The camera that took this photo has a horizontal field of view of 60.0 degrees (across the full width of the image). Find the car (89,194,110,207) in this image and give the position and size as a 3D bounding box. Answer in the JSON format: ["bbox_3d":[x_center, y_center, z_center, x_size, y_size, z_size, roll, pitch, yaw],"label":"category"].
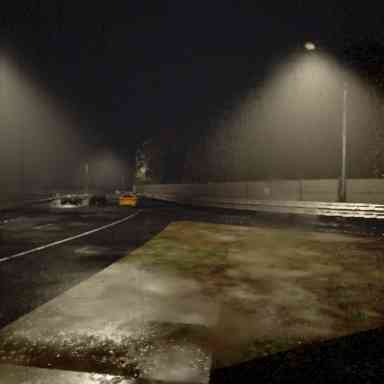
[{"bbox_3d":[-10.966,0.969,39.544,2.128,1.511,4.902,1,1,-7],"label":"car"}]

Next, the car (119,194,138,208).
[{"bbox_3d":[-7.341,1.007,38.773,1.882,1.535,5.008,1,1,-6],"label":"car"}]

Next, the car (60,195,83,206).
[{"bbox_3d":[-14.597,1.024,40.617,1.895,1.301,4.718,1,1,-8],"label":"car"}]
